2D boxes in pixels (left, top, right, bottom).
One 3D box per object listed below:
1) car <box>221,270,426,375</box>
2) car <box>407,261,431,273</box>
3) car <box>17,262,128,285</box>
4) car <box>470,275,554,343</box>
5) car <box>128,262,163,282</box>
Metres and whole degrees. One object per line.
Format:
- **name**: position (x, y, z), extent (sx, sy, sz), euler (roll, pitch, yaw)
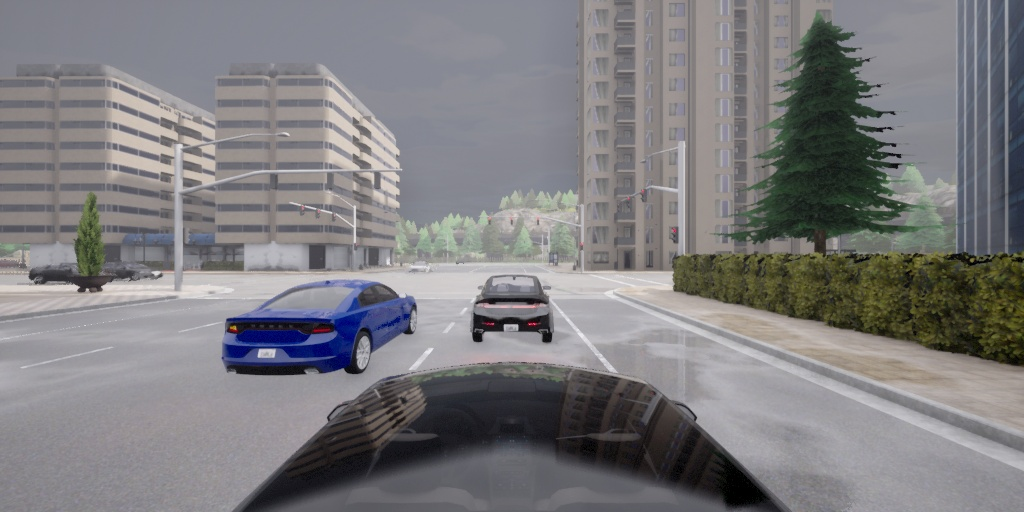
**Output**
- **car**: position (-3.449, 1.228, 7.552), extent (1.882, 1.535, 5.008), euler (0, 0, 1)
- **car**: position (-10.476, 1.336, 41.032), extent (1.812, 1.442, 4.674), euler (0, 0, 0)
- **car**: position (-31.013, 1.242, 25.427), extent (4.902, 1.511, 2.128), euler (0, 0, 1)
- **car**: position (0.049, 1.242, 9.695), extent (2.128, 1.511, 4.902), euler (0, 0, 2)
- **car**: position (-31.086, 1.241, 28.930), extent (4.902, 1.511, 2.128), euler (0, 0, 1)
